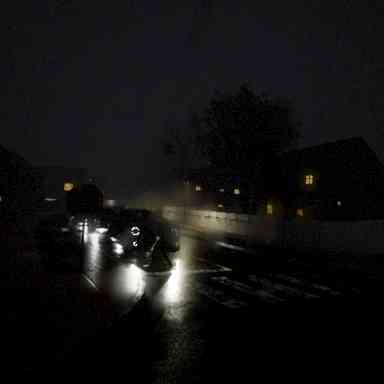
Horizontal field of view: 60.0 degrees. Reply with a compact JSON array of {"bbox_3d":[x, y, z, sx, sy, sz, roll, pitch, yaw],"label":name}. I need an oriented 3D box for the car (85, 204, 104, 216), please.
[{"bbox_3d":[-12.411,2.317,42.574,1.895,1.301,4.718,4,-2,-13],"label":"car"}]

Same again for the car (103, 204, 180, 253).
[{"bbox_3d":[-2.180,1.522,14.289,2.097,1.767,4.553,4,-3,-26],"label":"car"}]

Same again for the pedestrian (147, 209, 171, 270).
[{"bbox_3d":[-0.952,1.350,9.769,0.375,1.860,0.375,5,-3,-29],"label":"pedestrian"}]

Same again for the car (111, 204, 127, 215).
[{"bbox_3d":[-10.645,2.600,48.807,1.994,1.385,4.181,4,-2,-10],"label":"car"}]

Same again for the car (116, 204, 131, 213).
[{"bbox_3d":[-12.033,2.826,58.728,1.994,1.385,4.181,3,-2,-5],"label":"car"}]

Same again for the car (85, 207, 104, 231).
[{"bbox_3d":[-5.958,1.793,22.492,1.837,1.490,4.892,4,-3,-23],"label":"car"}]

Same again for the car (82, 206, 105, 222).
[{"bbox_3d":[-9.447,2.075,31.932,1.895,1.301,4.718,4,-2,-17],"label":"car"}]
